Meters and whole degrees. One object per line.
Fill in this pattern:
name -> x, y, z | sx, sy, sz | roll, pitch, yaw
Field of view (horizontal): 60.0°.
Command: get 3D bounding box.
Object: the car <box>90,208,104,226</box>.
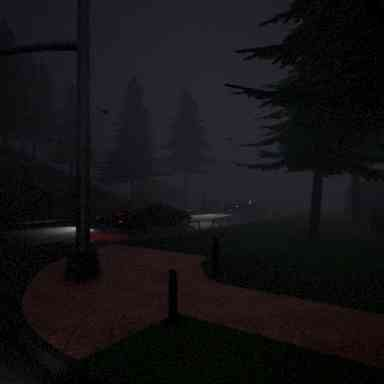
car -> -4.329, 1.340, 20.999 | 2.033, 1.411, 5.357 | 0, 0, 36

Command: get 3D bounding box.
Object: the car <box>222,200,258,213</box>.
car -> 4.963, 1.446, 33.883 | 1.895, 1.301, 4.718 | 0, 0, 35

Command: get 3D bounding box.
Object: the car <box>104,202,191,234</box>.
car -> -2.014, 1.281, 18.054 | 1.882, 1.535, 5.008 | 0, 0, 35
